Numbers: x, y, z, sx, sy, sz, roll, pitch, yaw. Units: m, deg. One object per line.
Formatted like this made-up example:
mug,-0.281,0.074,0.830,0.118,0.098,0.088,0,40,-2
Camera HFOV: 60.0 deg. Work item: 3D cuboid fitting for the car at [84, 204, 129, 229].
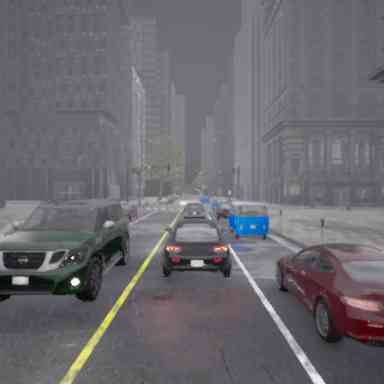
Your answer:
car,-5.706,1.613,22.842,1.887,1.381,4.507,0,0,0

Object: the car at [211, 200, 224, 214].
car,2.865,1.638,28.321,1.887,1.381,4.507,0,0,0

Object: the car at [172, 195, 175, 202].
car,-5.516,1.815,77.040,1.887,1.381,4.507,0,0,0

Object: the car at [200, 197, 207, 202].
car,3.044,1.907,88.070,1.802,1.307,4.206,0,0,0

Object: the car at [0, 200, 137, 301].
car,-3.076,1.247,8.747,2.150,2.045,5.566,0,0,0

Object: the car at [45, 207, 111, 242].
car,-5.723,1.596,17.317,1.887,1.381,4.507,0,0,0

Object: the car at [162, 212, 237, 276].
car,0.129,1.559,10.317,1.812,1.442,4.674,0,0,0

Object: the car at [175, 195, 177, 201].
car,-5.498,1.608,82.330,2.192,1.841,5.009,0,0,0

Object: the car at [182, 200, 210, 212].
car,0.181,1.633,26.811,2.033,1.411,5.357,0,0,0

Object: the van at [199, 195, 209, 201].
van,2.993,1.597,71.831,1.690,1.788,3.998,0,0,0

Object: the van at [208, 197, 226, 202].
van,2.885,1.453,33.847,1.690,1.788,3.998,0,0,0

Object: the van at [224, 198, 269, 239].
van,2.829,1.398,17.273,1.690,1.788,3.998,0,0,0

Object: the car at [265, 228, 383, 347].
car,2.790,1.604,6.222,1.802,1.307,4.206,0,0,0

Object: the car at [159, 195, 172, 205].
car,-5.557,1.752,66.290,1.752,1.417,4.829,0,0,0
